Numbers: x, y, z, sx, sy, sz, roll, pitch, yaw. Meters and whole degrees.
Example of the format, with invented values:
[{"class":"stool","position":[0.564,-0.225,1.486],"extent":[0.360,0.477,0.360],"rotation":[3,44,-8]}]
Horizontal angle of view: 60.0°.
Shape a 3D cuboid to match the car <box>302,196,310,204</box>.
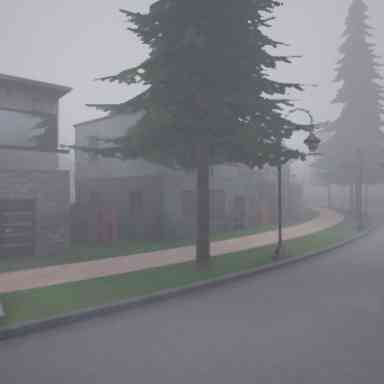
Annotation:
[{"class":"car","position":[20.796,1.522,64.325],"extent":[1.882,1.535,5.008],"rotation":[0,0,-12]}]
